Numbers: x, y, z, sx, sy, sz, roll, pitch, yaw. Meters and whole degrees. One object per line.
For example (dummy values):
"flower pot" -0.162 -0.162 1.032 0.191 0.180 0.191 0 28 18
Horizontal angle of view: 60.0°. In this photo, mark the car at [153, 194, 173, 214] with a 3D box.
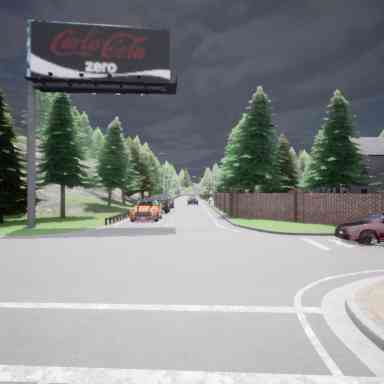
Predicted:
"car" -3.570 1.221 36.173 2.150 2.045 5.566 0 0 0

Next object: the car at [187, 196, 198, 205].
"car" 0.144 1.601 58.715 1.895 1.301 4.718 0 0 0

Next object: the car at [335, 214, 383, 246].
"car" 9.080 1.741 15.766 4.181 1.385 1.994 0 0 0

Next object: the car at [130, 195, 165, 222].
"car" -3.580 1.352 26.502 2.097 1.767 4.553 0 0 0

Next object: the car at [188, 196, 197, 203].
"car" 0.158 1.505 68.774 1.837 1.490 4.892 0 0 0
